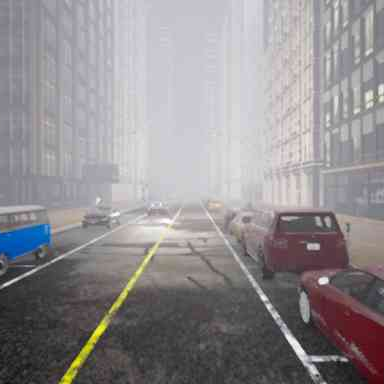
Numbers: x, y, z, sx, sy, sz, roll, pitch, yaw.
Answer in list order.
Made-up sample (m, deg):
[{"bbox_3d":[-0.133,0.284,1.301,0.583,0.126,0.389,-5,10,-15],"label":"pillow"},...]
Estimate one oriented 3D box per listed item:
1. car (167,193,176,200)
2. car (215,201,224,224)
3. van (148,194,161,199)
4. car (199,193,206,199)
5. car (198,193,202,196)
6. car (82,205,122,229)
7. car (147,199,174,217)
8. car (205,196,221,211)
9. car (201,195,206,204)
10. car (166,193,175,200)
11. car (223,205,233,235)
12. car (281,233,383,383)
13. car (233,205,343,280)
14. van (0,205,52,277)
[{"bbox_3d":[-5.501,1.087,89.592,2.192,1.841,5.009,0,0,0],"label":"car"},{"bbox_3d":[2.732,1.507,21.191,1.887,1.381,4.507,0,0,0],"label":"car"},{"bbox_3d":[-5.588,1.238,49.705,1.690,1.788,3.998,0,0,0],"label":"van"},{"bbox_3d":[2.818,1.430,61.079,1.947,1.339,4.313,0,0,0],"label":"car"},{"bbox_3d":[2.892,1.066,95.269,2.192,1.841,5.009,0,0,0],"label":"car"},{"bbox_3d":[-5.648,1.513,21.211,2.008,1.369,4.403,0,0,0],"label":"car"},{"bbox_3d":[-2.934,1.544,30.322,1.895,1.301,4.718,0,0,0],"label":"car"},{"bbox_3d":[2.770,1.450,38.456,1.752,1.417,4.829,0,0,0],"label":"car"},{"bbox_3d":[2.794,1.462,49.683,1.947,1.339,4.313,0,0,0],"label":"car"},{"bbox_3d":[-5.513,1.337,83.894,1.887,1.381,4.507,0,0,0],"label":"car"},{"bbox_3d":[2.720,1.498,15.662,1.752,1.417,4.829,0,0,0],"label":"car"},{"bbox_3d":[2.696,1.538,4.096,1.887,1.381,4.507,0,0,0],"label":"car"},{"bbox_3d":[2.706,1.298,9.795,2.192,1.841,5.009,0,0,0],"label":"car"},{"bbox_3d":[-5.674,1.324,9.817,1.690,1.788,3.998,0,0,0],"label":"van"}]
